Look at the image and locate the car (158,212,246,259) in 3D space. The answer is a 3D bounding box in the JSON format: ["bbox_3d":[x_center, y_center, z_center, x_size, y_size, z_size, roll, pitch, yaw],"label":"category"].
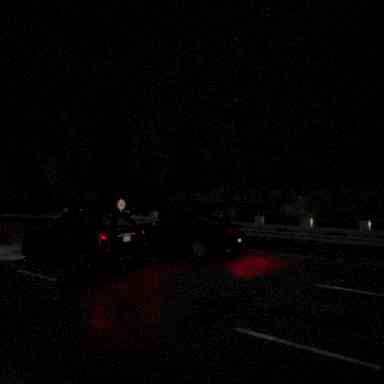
[{"bbox_3d":[-0.359,1.532,12.933,5.008,1.535,1.882,0,0,36],"label":"car"}]

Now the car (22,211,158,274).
[{"bbox_3d":[-3.618,1.407,10.981,4.553,1.767,2.097,-1,0,36],"label":"car"}]
